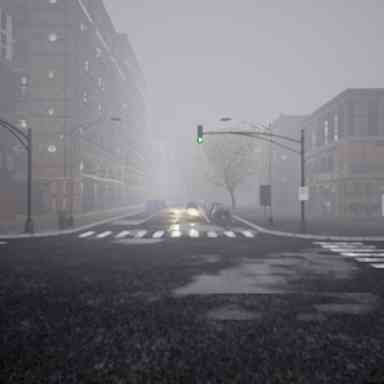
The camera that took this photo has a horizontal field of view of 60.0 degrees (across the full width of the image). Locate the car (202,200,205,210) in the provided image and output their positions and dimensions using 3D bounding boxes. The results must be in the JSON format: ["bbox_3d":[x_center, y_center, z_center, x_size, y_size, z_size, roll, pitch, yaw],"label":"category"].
[{"bbox_3d":[2.691,2.028,42.127,1.967,1.590,4.097,0,-1,0],"label":"car"}]

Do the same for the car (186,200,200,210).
[{"bbox_3d":[0.004,2.293,57.504,1.882,1.535,5.008,0,-1,0],"label":"car"}]

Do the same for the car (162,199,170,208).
[{"bbox_3d":[-5.689,2.156,59.220,2.192,1.841,5.009,0,-1,0],"label":"car"}]

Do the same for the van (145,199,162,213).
[{"bbox_3d":[-5.689,2.012,47.827,1.690,1.788,3.998,0,-1,0],"label":"van"}]

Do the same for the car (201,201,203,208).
[{"bbox_3d":[2.692,2.253,47.822,1.802,1.307,4.206,0,-1,0],"label":"car"}]

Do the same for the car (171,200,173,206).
[{"bbox_3d":[-5.688,2.567,70.608,2.008,1.369,4.403,0,-1,0],"label":"car"}]

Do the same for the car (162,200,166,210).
[{"bbox_3d":[-5.689,2.338,53.520,1.802,1.307,4.206,0,-1,0],"label":"car"}]

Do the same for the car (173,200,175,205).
[{"bbox_3d":[-5.688,2.808,87.528,1.752,1.417,4.829,0,-1,0],"label":"car"}]

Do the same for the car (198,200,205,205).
[{"bbox_3d":[2.694,2.926,93.391,2.008,1.369,4.403,0,-1,0],"label":"car"}]

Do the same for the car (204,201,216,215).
[{"bbox_3d":[2.691,1.946,36.431,1.967,1.590,4.097,0,-1,0],"label":"car"}]

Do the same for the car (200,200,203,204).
[{"bbox_3d":[2.692,2.392,59.214,2.008,1.369,4.403,0,-1,0],"label":"car"}]

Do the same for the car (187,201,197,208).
[{"bbox_3d":[0.004,2.493,67.919,1.812,1.442,4.674,0,-1,0],"label":"car"}]

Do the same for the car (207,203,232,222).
[{"bbox_3d":[2.691,1.975,30.733,2.008,1.369,4.403,0,-1,0],"label":"car"}]

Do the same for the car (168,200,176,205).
[{"bbox_3d":[-5.687,2.920,93.394,1.887,1.381,4.507,0,-1,0],"label":"car"}]

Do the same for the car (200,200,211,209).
[{"bbox_3d":[2.692,2.369,64.912,1.967,1.590,4.097,0,-1,0],"label":"car"}]
